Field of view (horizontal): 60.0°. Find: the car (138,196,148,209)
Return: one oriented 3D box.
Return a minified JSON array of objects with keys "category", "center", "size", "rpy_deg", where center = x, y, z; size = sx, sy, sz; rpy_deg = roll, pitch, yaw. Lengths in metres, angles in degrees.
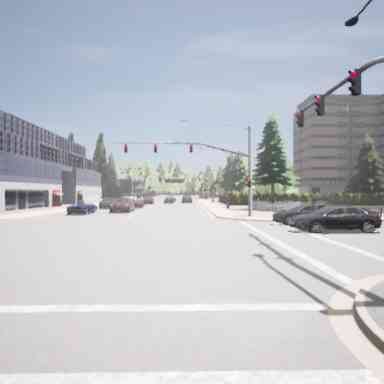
[{"category":"car","center":[-7.815,1.594,46.828],"size":[1.994,1.385,4.181],"rpy_deg":[0,0,-1]}]

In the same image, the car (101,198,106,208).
[{"category":"car","center":[-11.298,1.535,45.065],"size":[1.837,1.490,4.892],"rpy_deg":[0,0,-1]}]

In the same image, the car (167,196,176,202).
[{"category":"car","center":[-4.569,1.558,75.530],"size":[1.895,1.301,4.718],"rpy_deg":[0,0,-1]}]

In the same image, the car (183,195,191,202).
[{"category":"car","center":[-1.069,1.487,75.539],"size":[1.812,1.442,4.674],"rpy_deg":[0,0,-1]}]

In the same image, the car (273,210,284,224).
[{"category":"car","center":[8.006,1.519,22.645],"size":[4.892,1.490,1.837],"rpy_deg":[0,0,3]}]

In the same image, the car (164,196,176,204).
[{"category":"car","center":[-4.444,1.589,64.894],"size":[2.033,1.411,5.357],"rpy_deg":[0,0,-1]}]

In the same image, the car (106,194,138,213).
[{"category":"car","center":[-7.700,1.376,36.971],"size":[2.097,1.767,4.553],"rpy_deg":[0,0,-1]}]

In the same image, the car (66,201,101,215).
[{"category":"car","center":[-11.168,1.623,33.905],"size":[1.895,1.301,4.718],"rpy_deg":[0,0,-1]}]

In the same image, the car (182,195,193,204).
[{"category":"car","center":[-0.952,1.394,65.531],"size":[2.097,1.767,4.553],"rpy_deg":[0,0,-1]}]

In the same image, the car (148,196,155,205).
[{"category":"car","center":[-7.949,1.517,60.566],"size":[1.882,1.535,5.008],"rpy_deg":[0,0,0]}]

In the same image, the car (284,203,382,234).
[{"category":"car","center":[8.062,1.517,18.756],"size":[4.892,1.490,1.837],"rpy_deg":[0,0,-3]}]
